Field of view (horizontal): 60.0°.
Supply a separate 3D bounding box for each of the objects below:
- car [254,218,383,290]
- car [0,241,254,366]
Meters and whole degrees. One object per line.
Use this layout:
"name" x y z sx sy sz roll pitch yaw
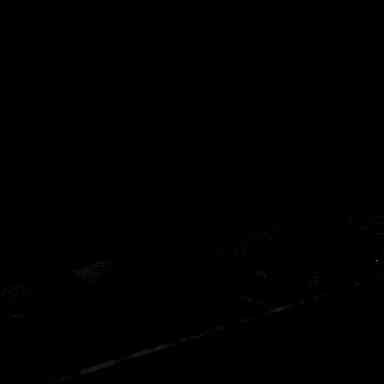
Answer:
"car" 3.375 1.508 8.933 4.313 1.339 1.947 -1 0 -35
"car" -1.124 1.565 5.728 4.206 1.307 1.802 -1 0 -35
